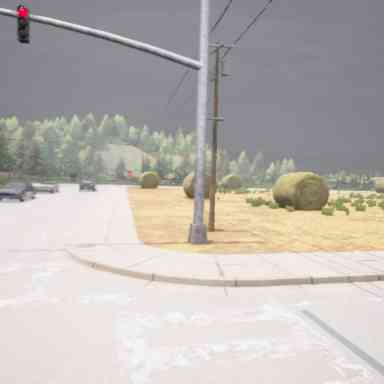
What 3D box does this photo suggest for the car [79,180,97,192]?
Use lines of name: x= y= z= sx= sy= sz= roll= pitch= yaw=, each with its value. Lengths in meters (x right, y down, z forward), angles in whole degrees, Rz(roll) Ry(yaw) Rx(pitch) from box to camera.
car: x=-12.998 y=-0.835 z=41.681 sx=1.812 sy=1.442 sz=4.674 roll=1 pitch=3 yaw=-12

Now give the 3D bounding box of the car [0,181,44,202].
car: x=-13.501 y=-0.079 z=25.890 sx=2.033 sy=1.411 sz=5.357 roll=1 pitch=3 yaw=-11

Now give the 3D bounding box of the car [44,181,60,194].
car: x=-15.513 y=-0.549 z=35.656 sx=1.895 sy=1.301 sz=4.718 roll=1 pitch=3 yaw=-12
